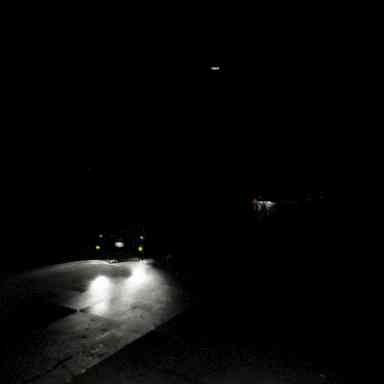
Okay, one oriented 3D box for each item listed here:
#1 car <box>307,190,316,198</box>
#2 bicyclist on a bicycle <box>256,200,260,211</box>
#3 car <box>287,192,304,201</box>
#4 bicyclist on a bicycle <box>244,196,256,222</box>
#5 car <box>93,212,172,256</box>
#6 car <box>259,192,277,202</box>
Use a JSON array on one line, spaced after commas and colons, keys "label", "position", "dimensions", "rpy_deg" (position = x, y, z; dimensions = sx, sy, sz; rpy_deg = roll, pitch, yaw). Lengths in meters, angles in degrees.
[{"label": "car", "position": [25.602, 0.454, 69.990], "dimensions": [1.837, 1.490, 4.892], "rpy_deg": [3, 2, 31]}, {"label": "bicyclist on a bicycle", "position": [5.490, 1.174, 28.923], "dimensions": [0.866, 1.612, 1.509], "rpy_deg": [1, 2, 17]}, {"label": "car", "position": [17.545, 0.721, 56.240], "dimensions": [1.882, 1.535, 5.008], "rpy_deg": [3, 2, 30]}, {"label": "bicyclist on a bicycle", "position": [3.937, 1.265, 23.363], "dimensions": [0.582, 1.620, 1.656], "rpy_deg": [1, 1, 14]}, {"label": "car", "position": [-2.043, 1.452, 12.529], "dimensions": [1.994, 1.385, 4.181], "rpy_deg": [1, 1, 8]}, {"label": "car", "position": [12.219, 0.710, 53.422], "dimensions": [1.837, 1.490, 4.892], "rpy_deg": [2, 2, 30]}]
